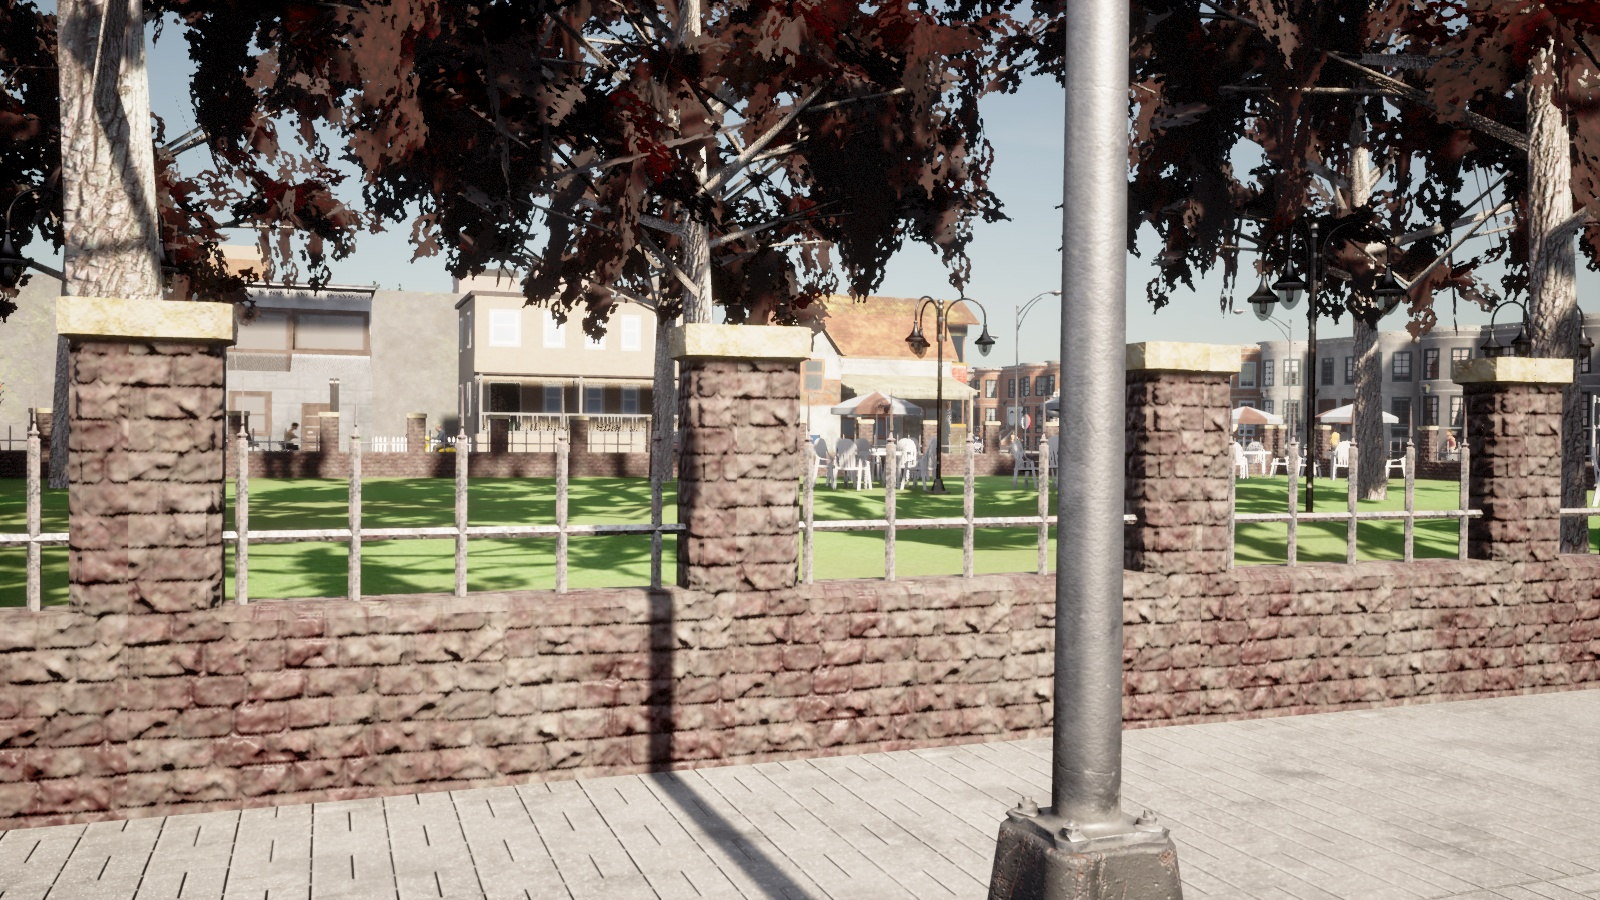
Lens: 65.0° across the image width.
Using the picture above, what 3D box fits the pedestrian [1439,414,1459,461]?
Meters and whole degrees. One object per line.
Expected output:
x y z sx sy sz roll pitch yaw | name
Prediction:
25.748 -0.496 49.806 0.594 1.836 0.345 -1 1 -8 | pedestrian
